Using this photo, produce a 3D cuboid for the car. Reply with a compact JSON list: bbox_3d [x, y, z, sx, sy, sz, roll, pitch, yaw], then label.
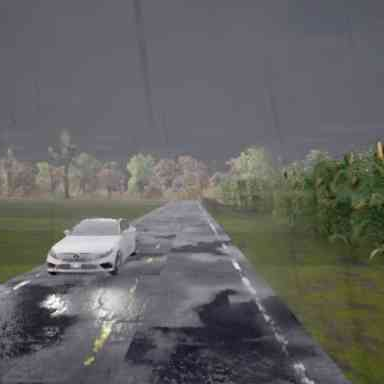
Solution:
[{"bbox_3d":[-2.851,1.528,10.498,1.812,1.442,4.674,0,0,0],"label":"car"}]
